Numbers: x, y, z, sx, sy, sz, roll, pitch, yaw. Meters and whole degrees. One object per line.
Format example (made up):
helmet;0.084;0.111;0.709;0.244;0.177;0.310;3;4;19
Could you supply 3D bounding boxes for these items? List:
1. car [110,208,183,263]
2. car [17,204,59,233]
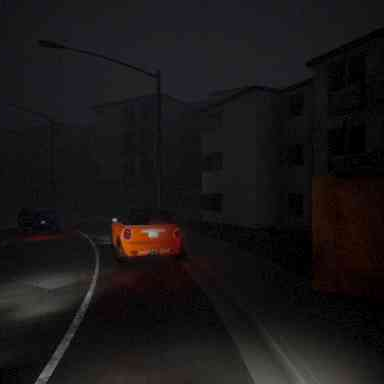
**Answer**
car;-1.857;1.353;12.390;2.097;1.767;4.553;0;0;-18
car;-9.210;1.477;19.781;1.882;1.535;5.008;0;0;-31
